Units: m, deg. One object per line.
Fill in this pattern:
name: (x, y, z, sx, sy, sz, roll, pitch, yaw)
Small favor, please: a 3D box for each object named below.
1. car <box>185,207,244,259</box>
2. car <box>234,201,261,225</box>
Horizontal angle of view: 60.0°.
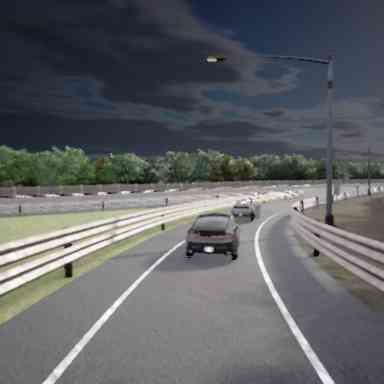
car: (0.952, 1.587, 13.122, 1.837, 1.490, 4.892, 0, 1, 10)
car: (4.496, 1.486, 27.297, 2.128, 1.511, 4.902, 1, 1, 20)
